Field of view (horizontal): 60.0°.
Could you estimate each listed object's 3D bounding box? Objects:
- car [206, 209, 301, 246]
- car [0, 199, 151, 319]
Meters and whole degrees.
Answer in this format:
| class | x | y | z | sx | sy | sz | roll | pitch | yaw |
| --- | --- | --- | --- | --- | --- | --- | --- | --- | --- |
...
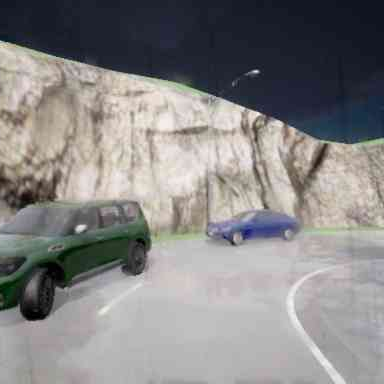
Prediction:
| class | x | y | z | sx | sy | sz | roll | pitch | yaw |
| --- | --- | --- | --- | --- | --- | --- | --- | --- | --- |
| car | 2.885 | 1.531 | 15.276 | 4.674 | 1.442 | 1.812 | 0 | 0 | -26 |
| car | -2.989 | 1.223 | 7.911 | 2.150 | 2.045 | 5.566 | -1 | 0 | 21 |
